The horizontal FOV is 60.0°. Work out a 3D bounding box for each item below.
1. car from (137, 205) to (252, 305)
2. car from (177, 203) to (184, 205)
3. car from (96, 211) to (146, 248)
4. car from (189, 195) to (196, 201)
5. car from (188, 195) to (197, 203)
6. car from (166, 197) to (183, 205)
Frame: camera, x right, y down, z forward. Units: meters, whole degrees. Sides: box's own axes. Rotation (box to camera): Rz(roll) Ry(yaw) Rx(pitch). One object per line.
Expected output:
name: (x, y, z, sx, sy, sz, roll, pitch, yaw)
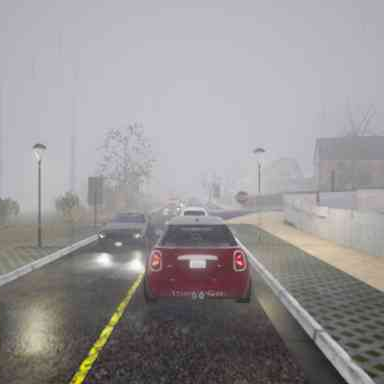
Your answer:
car: (0.108, 1.360, 8.294, 2.097, 1.767, 4.553, 0, 0, 0)
car: (0.123, 1.546, 18.433, 1.812, 1.442, 4.674, 0, 0, 0)
car: (-2.731, 1.564, 15.064, 2.033, 1.411, 5.357, 0, 0, 0)
car: (0.110, 1.511, 84.331, 1.812, 1.442, 4.674, 0, 0, 0)
car: (0.097, 1.672, 74.323, 1.994, 1.385, 4.181, 0, 0, 0)
car: (-2.774, 1.548, 48.649, 1.882, 1.535, 5.008, 0, 0, 0)
